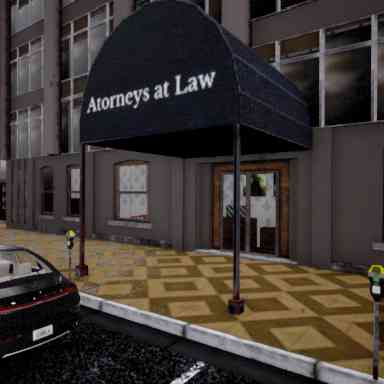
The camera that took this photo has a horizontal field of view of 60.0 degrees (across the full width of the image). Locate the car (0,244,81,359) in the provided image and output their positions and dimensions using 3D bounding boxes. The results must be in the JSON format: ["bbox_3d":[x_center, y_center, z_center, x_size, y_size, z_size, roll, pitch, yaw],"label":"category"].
[{"bbox_3d":[-3.666,1.550,5.498,4.403,1.369,2.008,0,0,36],"label":"car"}]
